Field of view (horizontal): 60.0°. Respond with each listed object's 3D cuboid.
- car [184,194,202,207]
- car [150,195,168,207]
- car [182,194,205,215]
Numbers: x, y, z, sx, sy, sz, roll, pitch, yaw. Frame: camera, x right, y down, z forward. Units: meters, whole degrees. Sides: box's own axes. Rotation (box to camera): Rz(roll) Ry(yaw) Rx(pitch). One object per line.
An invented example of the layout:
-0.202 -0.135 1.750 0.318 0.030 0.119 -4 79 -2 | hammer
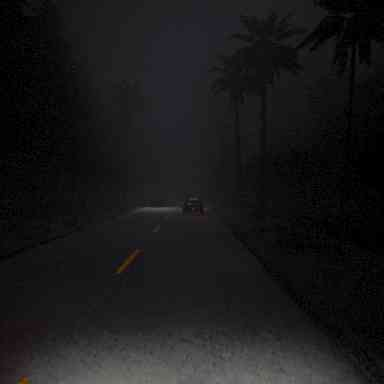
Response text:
0.139 1.049 43.665 2.128 1.511 4.902 0 1 0 | car
-4.055 1.058 41.367 1.882 1.535 5.008 0 0 0 | car
0.116 1.185 30.052 2.128 1.511 4.902 0 0 0 | car
